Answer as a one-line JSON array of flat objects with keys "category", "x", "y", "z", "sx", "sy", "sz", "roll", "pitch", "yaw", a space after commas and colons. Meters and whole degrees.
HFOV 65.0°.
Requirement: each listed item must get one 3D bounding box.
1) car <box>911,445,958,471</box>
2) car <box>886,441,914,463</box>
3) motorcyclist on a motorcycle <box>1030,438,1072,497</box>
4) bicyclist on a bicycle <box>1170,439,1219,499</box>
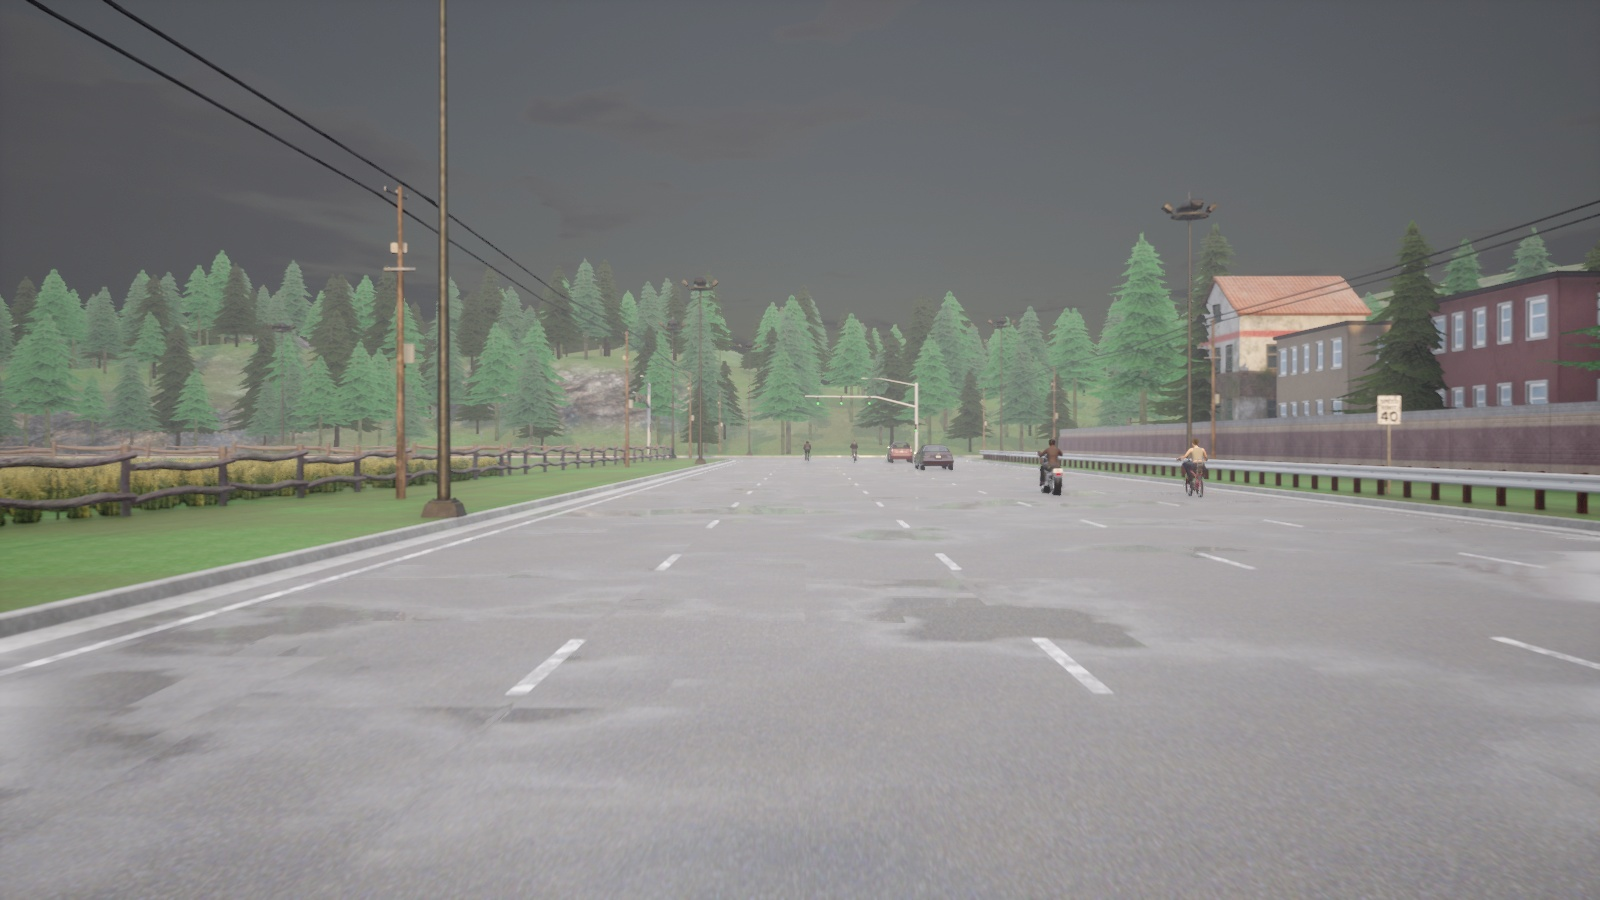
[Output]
[{"category": "car", "x": 7.420, "y": 0.406, "z": 69.816, "sx": 2.033, "sy": 1.411, "sz": 5.357, "roll": 0, "pitch": 0, "yaw": 0}, {"category": "car", "x": 7.558, "y": 0.115, "z": 95.040, "sx": 1.851, "sy": 1.617, "sz": 3.988, "roll": 0, "pitch": 0, "yaw": 0}, {"category": "motorcyclist on a motorcycle", "x": 7.224, "y": 0.498, "z": 36.268, "sx": 0.766, "sy": 1.649, "sz": 2.350, "roll": 0, "pitch": 0, "yaw": 0}, {"category": "bicyclist on a bicycle", "x": 10.706, "y": 0.499, "z": 34.098, "sx": 0.866, "sy": 1.612, "sz": 1.509, "roll": 0, "pitch": 0, "yaw": 1}]
